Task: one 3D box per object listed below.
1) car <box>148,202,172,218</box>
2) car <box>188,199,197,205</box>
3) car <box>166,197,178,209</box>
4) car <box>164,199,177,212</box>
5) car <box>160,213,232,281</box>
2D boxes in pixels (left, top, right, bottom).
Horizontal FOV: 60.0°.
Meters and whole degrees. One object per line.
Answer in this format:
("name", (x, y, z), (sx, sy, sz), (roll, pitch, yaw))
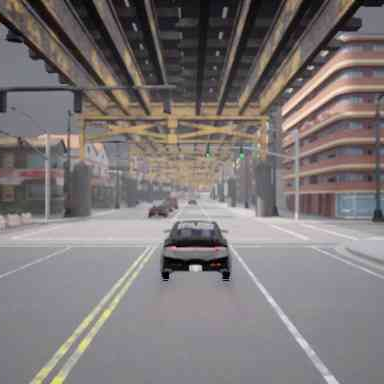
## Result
("car", (-3.579, 2.035, 35.969), (1.895, 1.301, 4.718), (0, -1, 1))
("car", (0.061, 2.295, 76.630), (1.812, 1.442, 4.674), (0, 0, 0))
("car", (-3.530, 1.892, 57.032), (2.150, 2.045, 5.566), (0, 0, 0))
("car", (-3.559, 2.107, 46.336), (2.033, 1.411, 5.357), (0, -1, 0))
("car", (0.124, 1.617, 10.295), (2.128, 1.511, 4.902), (0, -1, 1))
